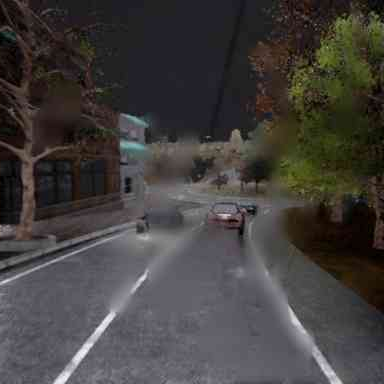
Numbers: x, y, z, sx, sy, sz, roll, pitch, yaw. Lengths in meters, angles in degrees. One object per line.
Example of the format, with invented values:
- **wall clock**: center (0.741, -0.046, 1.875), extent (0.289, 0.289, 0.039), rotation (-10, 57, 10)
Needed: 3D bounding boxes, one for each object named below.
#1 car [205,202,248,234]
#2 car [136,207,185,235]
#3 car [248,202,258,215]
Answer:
- **car**: center (2.084, 1.370, 19.790), extent (2.097, 1.767, 4.553), rotation (1, 0, 10)
- **car**: center (-1.639, 1.513, 18.500), extent (1.994, 1.385, 4.181), rotation (1, 0, 9)
- **car**: center (6.069, 1.721, 36.079), extent (1.895, 1.301, 4.718), rotation (2, 0, 17)
